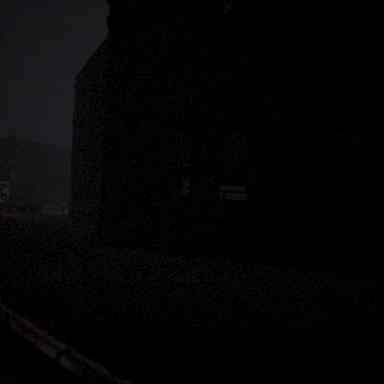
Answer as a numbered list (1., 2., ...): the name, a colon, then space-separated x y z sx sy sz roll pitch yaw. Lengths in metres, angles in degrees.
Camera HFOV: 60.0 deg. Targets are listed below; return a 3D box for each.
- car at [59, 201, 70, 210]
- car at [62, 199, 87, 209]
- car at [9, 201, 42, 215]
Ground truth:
1. car: -18.624 2.138 51.765 2.128 1.511 4.902 4 -1 11
2. car: -20.676 2.074 58.848 1.812 1.442 4.674 4 0 12
3. car: -19.802 1.840 39.856 1.882 1.535 5.008 4 -1 3
